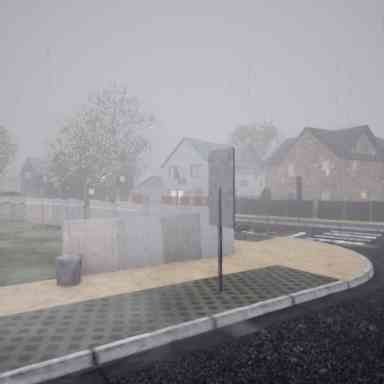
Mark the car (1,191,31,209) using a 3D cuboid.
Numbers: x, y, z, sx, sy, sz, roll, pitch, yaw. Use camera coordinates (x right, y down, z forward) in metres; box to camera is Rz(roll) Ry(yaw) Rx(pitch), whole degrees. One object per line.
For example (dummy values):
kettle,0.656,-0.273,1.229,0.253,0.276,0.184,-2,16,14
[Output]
car,-20.105,0.883,36.959,5.566,2.045,2.150,0,0,39
